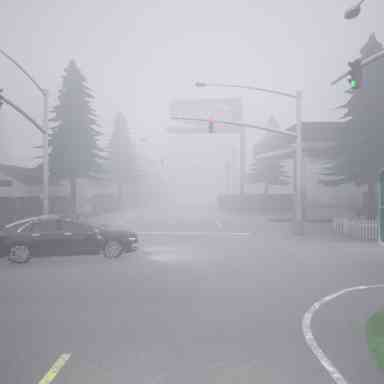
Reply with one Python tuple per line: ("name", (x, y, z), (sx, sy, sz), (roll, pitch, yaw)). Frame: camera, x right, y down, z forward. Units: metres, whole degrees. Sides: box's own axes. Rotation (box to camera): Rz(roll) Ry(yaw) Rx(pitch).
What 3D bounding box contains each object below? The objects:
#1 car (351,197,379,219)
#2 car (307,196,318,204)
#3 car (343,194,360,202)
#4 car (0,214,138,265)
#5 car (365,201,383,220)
("car", (14.464, 1.504, 24.884), (3.866, 1.878, 1.905), (0, 0, 0))
("car", (22.751, 1.551, 63.919), (1.970, 1.475, 3.806), (0, 0, 0))
("car", (35.185, 1.487, 71.662), (2.007, 1.523, 4.514), (0, 0, 0))
("car", (-4.392, 1.572, 11.792), (4.892, 1.490, 1.837), (0, 1, -17))
("car", (18.813, 1.671, 30.537), (4.611, 1.667, 2.242), (0, 0, 0))
